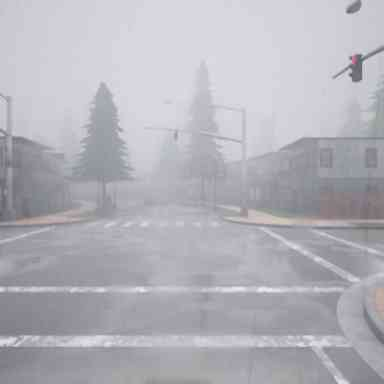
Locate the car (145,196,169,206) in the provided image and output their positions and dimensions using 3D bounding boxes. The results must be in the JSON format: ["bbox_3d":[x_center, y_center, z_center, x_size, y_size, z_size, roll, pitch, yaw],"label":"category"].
[{"bbox_3d":[-4.616,1.132,43.227,1.895,1.301,4.718,0,1,-25],"label":"car"}]

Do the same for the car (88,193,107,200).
[{"bbox_3d":[-18.245,0.845,63.927,2.033,1.411,5.357,0,1,-40],"label":"car"}]
